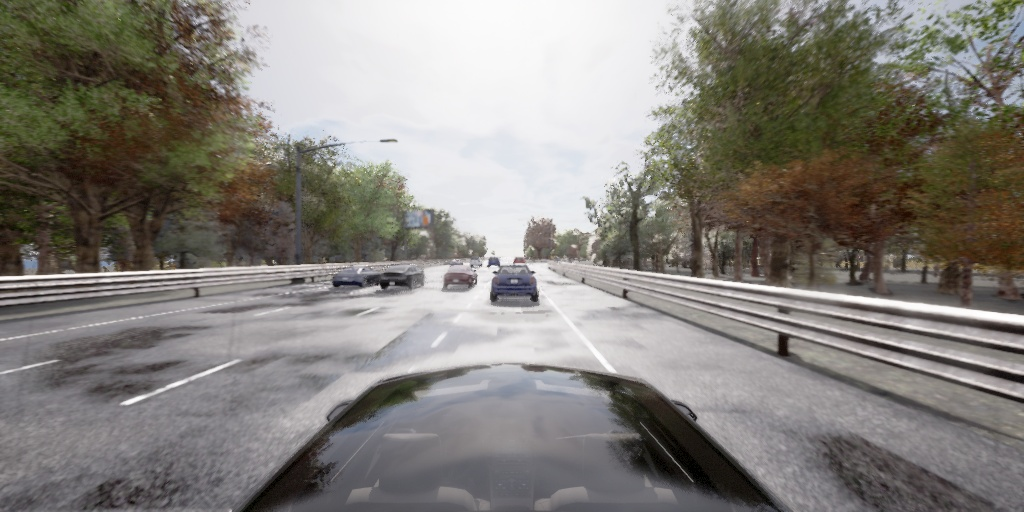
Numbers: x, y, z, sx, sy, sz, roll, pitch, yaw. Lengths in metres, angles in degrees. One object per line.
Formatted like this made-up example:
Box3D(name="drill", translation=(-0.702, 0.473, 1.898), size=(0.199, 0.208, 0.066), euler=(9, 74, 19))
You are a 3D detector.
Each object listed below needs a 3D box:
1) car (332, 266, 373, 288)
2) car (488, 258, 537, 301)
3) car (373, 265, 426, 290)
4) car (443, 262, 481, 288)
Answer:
Box3D(name="car", translation=(-10.405, 1.375, 24.382), size=(1.994, 1.385, 4.181), euler=(0, 0, 0))
Box3D(name="car", translation=(0.096, 1.146, 17.914), size=(2.097, 1.767, 4.553), euler=(0, 0, 0))
Box3D(name="car", translation=(-6.906, 1.314, 23.066), size=(1.837, 1.490, 4.892), euler=(0, 0, 0))
Box3D(name="car", translation=(-3.404, 1.336, 24.073), size=(1.812, 1.442, 4.674), euler=(0, 0, 0))
